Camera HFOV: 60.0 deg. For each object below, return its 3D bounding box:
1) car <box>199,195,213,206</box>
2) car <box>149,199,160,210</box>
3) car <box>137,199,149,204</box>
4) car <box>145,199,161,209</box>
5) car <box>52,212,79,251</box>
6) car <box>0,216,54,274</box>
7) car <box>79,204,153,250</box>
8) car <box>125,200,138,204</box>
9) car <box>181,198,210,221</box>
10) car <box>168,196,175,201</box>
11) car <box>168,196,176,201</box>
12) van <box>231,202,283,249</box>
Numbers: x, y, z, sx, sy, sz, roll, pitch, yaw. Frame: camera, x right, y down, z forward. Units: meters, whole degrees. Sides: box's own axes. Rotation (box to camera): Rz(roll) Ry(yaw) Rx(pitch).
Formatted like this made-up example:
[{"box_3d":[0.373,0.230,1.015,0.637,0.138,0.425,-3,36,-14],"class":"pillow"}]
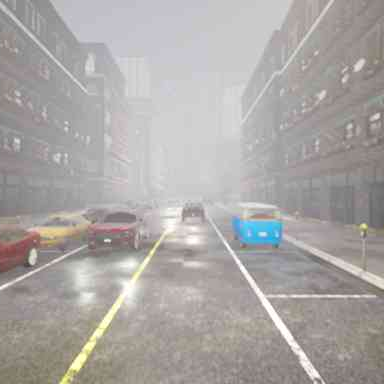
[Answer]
[{"box_3d":[2.717,1.463,60.013,2.192,1.841,5.009,1,0,0],"class":"car"},{"box_3d":[-5.636,1.653,42.899,2.008,1.369,4.403,1,0,0],"class":"car"},{"box_3d":[-5.636,1.514,31.531,1.967,1.590,4.097,1,0,0],"class":"car"},{"box_3d":[-5.636,1.699,48.584,1.802,1.307,4.206,1,0,0],"class":"car"},{"box_3d":[-5.640,1.558,14.306,1.752,1.417,4.829,1,0,0],"class":"car"},{"box_3d":[-5.641,1.564,8.791,1.887,1.381,4.507,1,0,0],"class":"car"},{"box_3d":[-3.096,1.511,14.691,1.882,1.535,5.008,0,0,0],"class":"car"},{"box_3d":[-5.638,1.585,25.674,1.752,1.417,4.829,1,0,0],"class":"car"},{"box_3d":[0.105,1.557,28.200,2.128,1.511,4.902,0,0,0],"class":"car"},{"box_3d":[-5.662,1.823,92.512,1.802,1.307,4.206,1,0,0],"class":"car"},{"box_3d":[-2.991,1.449,55.924,1.895,1.301,4.718,0,0,0],"class":"car"},{"box_3d":[2.710,1.375,14.535,1.690,1.788,3.998,1,0,0],"class":"van"}]
